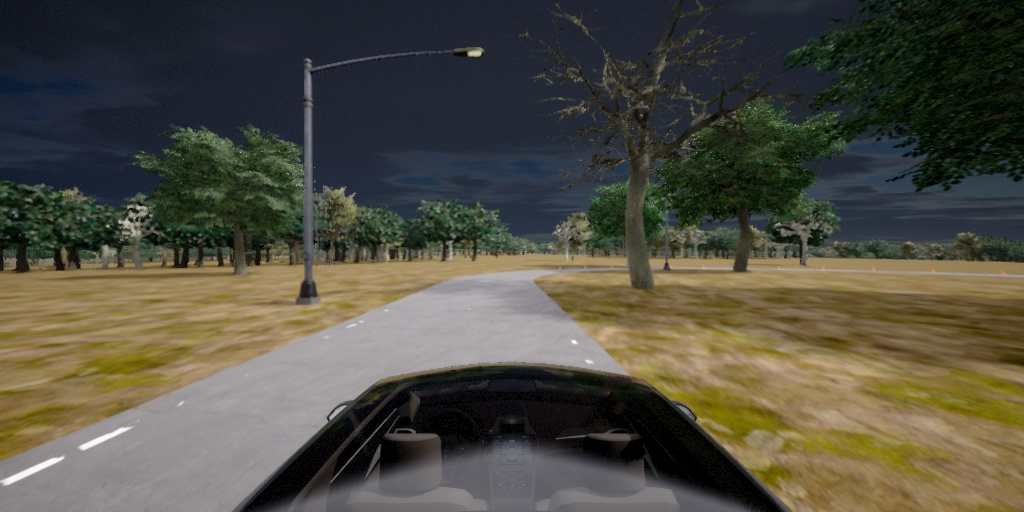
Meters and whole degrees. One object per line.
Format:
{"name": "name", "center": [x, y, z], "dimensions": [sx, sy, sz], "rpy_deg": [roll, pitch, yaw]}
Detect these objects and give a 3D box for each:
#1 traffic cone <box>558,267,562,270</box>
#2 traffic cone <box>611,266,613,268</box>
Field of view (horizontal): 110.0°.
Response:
{"name": "traffic cone", "center": [7.104, 1.716, 53.043], "dimensions": [0.340, 0.580, 0.340], "rpy_deg": [0, 0, -41]}
{"name": "traffic cone", "center": [16.362, 1.708, 58.666], "dimensions": [0.340, 0.580, 0.340], "rpy_deg": [0, 0, -22]}
